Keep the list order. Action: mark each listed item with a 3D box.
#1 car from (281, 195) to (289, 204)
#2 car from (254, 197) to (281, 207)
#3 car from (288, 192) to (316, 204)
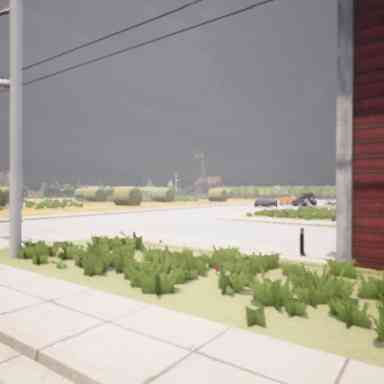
[{"bbox_3d":[15.588,1.209,53.071,2.097,1.767,4.553,0,0,34],"label":"car"},{"bbox_3d":[9.964,1.366,44.853,1.994,1.385,4.181,-1,-1,36],"label":"car"},{"bbox_3d":[15.287,1.029,45.275,1.905,1.878,3.866,-6,-1,-8],"label":"car"}]
